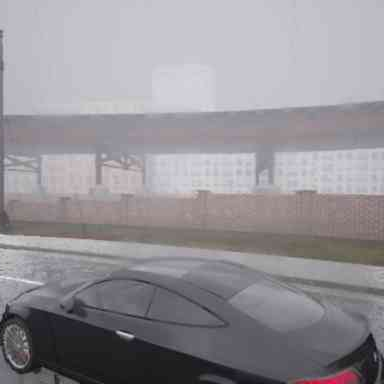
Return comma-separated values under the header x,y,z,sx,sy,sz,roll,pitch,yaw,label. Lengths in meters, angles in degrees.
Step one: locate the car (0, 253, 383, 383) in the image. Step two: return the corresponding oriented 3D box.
x,y,z,sx,sy,sz,roll,pitch,yaw,label
-0.378,1.502,3.991,4.674,1.442,1.812,0,0,33,car
